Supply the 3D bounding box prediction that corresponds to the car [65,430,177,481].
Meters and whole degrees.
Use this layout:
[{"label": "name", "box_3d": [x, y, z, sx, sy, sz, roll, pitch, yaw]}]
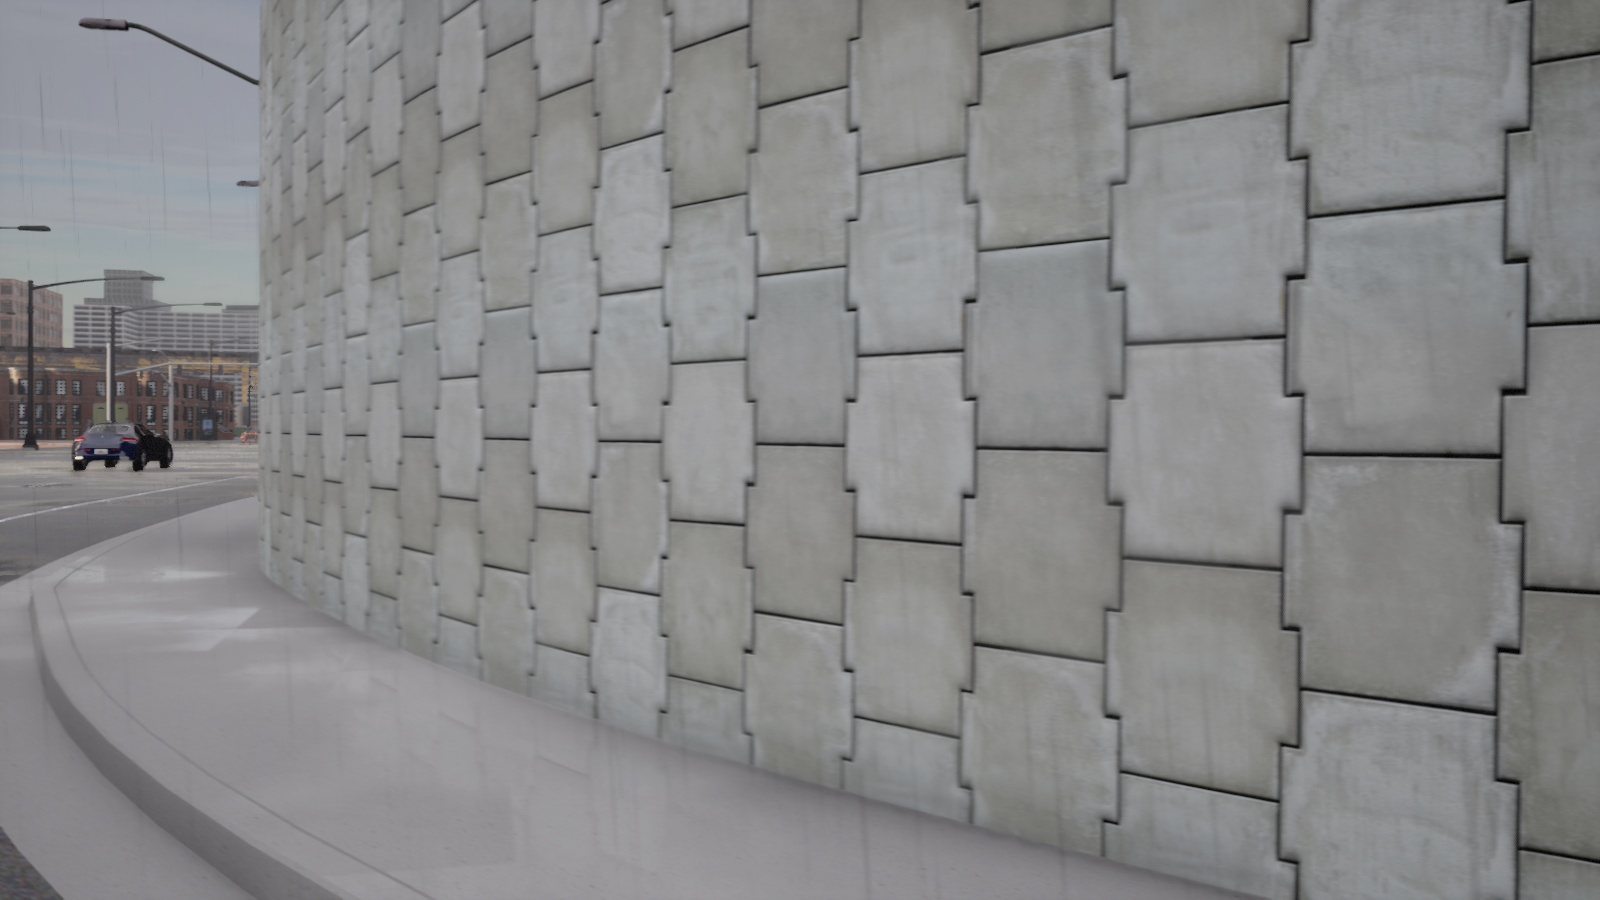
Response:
[{"label": "car", "box_3d": [-23.521, 0.138, 43.727, 2.152, 1.651, 5.027, -1, 1, -13]}]
